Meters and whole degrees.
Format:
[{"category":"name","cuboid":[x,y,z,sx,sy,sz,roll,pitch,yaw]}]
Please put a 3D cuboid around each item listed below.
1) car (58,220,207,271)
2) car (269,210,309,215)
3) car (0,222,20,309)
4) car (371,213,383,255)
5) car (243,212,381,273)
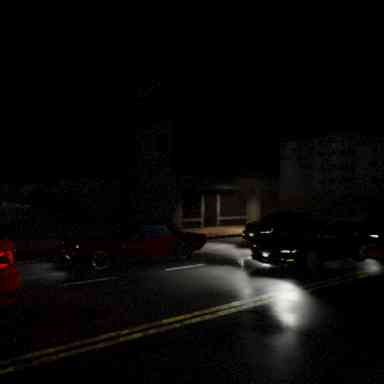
[{"category":"car","cuboid":[-1.882,1.646,11.174,4.718,1.301,1.895,1,0,-35]},{"category":"car","cuboid":[4.552,1.629,15.813,4.892,1.490,1.837,1,0,-35]},{"category":"car","cuboid":[-5.417,1.198,4.426,5.566,2.045,2.150,1,0,-36]},{"category":"car","cuboid":[7.996,1.634,13.965,4.902,1.511,2.128,1,0,-35]},{"category":"car","cuboid":[4.095,1.599,11.089,4.892,1.490,1.837,1,0,-36]}]
